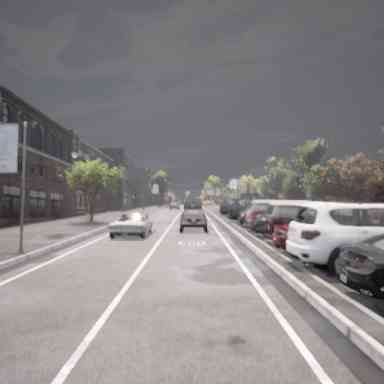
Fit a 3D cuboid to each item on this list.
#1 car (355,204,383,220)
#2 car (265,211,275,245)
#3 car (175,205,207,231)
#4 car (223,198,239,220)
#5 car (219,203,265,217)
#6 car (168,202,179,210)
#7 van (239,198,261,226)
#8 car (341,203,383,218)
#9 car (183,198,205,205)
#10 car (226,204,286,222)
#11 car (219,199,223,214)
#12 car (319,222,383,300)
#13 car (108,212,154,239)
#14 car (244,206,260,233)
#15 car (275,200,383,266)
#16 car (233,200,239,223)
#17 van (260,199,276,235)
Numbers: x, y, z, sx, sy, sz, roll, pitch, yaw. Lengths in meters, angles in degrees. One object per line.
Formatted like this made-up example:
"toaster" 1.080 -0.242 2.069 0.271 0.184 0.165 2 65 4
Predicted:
"car" 18.678 1.930 32.254 4.674 1.452 2.002 0 -1 0
"car" 5.601 1.622 12.632 5.008 1.535 2.097 0 -1 0
"car" 0.100 1.838 23.020 2.033 1.411 5.357 0 -1 0
"car" 5.624 1.554 26.649 5.566 2.045 2.435 0 -1 0
"car" 5.593 1.989 37.855 4.892 1.521 2.231 0 -1 0
"car" -3.288 2.566 61.196 1.812 1.442 4.674 0 -1 1
"van" 5.482 1.504 21.044 4.442 1.987 1.878 0 -1 0
"car" 18.682 1.936 35.042 5.008 1.535 2.097 0 -1 0
"car" 0.103 1.795 40.647 2.150 2.045 5.566 0 -1 0
"car" 5.602 1.846 29.451 4.892 1.521 2.231 0 -1 0
"car" 5.626 1.686 35.059 5.566 2.045 2.435 0 -1 0
"car" 5.609 1.552 7.021 4.892 1.521 2.231 0 -1 0
"car" -3.349 1.837 18.852 1.895 1.301 4.718 0 -1 0
"car" 5.594 1.695 18.238 4.892 1.521 2.231 0 -1 0
"car" 5.638 1.335 9.832 5.566 2.045 2.435 0 -1 0
"car" 5.565 1.640 23.847 4.553 1.767 2.185 0 -1 0
"van" 5.719 1.432 15.438 4.442 1.987 1.878 0 -1 0
